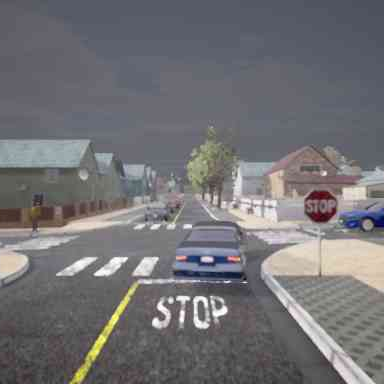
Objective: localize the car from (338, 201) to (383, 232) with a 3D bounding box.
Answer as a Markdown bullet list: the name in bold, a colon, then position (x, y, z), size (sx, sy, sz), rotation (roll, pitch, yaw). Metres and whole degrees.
- **car**: position (10.405, 1.221, 17.695), size (5.008, 1.535, 1.882), rotation (-2, -1, -2)

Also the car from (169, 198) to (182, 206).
- **car**: position (-2.830, 1.695, 56.914), size (1.895, 1.301, 4.718), rotation (0, 0, 0)

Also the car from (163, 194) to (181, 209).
- **car**: position (-2.872, 1.302, 46.875), size (2.150, 2.045, 5.566), rotation (0, 0, 0)

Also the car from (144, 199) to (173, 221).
- **car**: position (-2.844, 1.577, 28.007), size (1.812, 1.442, 4.674), rotation (0, 0, 0)

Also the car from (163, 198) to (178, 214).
- **car**: position (-2.859, 1.667, 37.063), size (1.895, 1.301, 4.718), rotation (0, 0, 0)

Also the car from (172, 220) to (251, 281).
- **car**: position (0.751, 1.566, 9.976), size (2.033, 1.411, 5.357), rotation (0, 0, 9)

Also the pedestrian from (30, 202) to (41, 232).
- **pedestrian**: position (-9.699, 1.497, 20.516), size (0.375, 1.860, 0.375), rotation (0, 0, 0)
